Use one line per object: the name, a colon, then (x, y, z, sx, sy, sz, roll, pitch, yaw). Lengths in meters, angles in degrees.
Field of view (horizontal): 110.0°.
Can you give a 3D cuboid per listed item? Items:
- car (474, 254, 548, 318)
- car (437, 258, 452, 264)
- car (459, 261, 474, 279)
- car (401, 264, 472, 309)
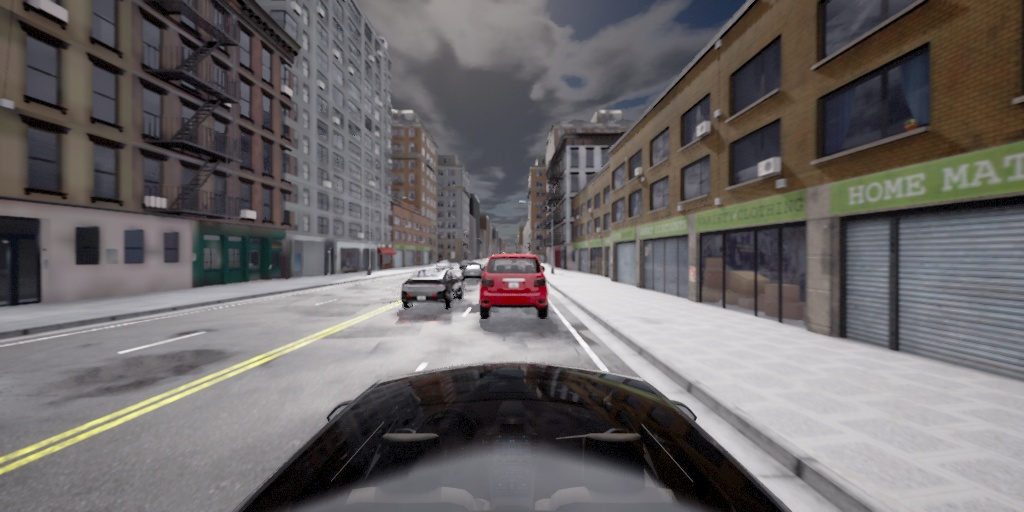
car: (0.068, 0.983, 13.094, 2.150, 2.045, 5.566, 0, -1, 0)
car: (-9.800, 1.362, 51.902, 1.812, 1.442, 4.674, 0, 0, 0)
car: (-3.159, 1.359, 30.603, 1.994, 1.385, 4.181, 0, 0, 0)
car: (-3.171, 1.263, 15.049, 2.128, 1.511, 4.902, 0, 0, 0)
